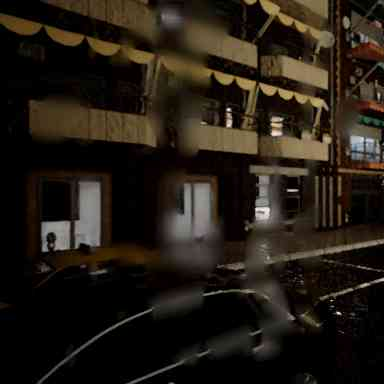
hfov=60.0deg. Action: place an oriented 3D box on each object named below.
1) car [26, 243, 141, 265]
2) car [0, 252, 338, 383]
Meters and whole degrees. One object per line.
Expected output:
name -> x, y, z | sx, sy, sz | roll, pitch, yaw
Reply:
car -> -1.930, 1.529, 5.190 | 4.829, 1.417, 1.752 | 0, 0, -36
car -> -0.676, 1.508, 2.898 | 4.892, 1.490, 1.837 | 0, 0, -36
